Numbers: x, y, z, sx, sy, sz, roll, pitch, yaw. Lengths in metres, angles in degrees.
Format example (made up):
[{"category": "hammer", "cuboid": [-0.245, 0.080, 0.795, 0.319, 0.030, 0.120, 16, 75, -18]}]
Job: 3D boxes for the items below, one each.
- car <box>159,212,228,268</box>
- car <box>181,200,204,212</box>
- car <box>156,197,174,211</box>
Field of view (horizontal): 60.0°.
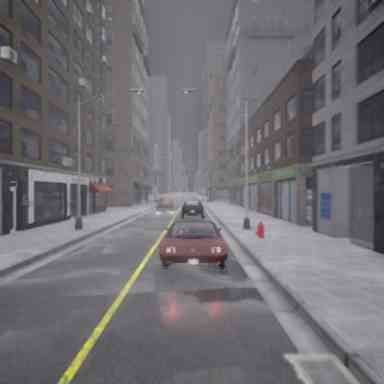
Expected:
[{"category": "car", "cuboid": [0.056, 1.566, 11.075, 1.895, 1.301, 4.718, 0, 0, 0]}, {"category": "car", "cuboid": [0.059, 1.392, 29.035, 1.882, 1.535, 5.008, 0, 0, 0]}, {"category": "car", "cuboid": [-3.122, 1.363, 39.574, 1.882, 1.535, 5.008, 0, 0, 0]}]
